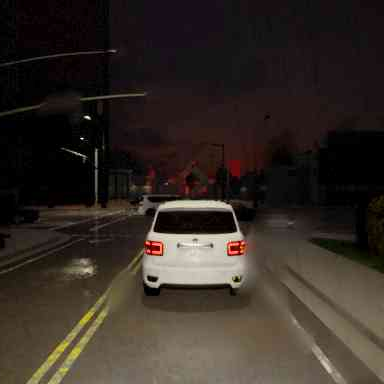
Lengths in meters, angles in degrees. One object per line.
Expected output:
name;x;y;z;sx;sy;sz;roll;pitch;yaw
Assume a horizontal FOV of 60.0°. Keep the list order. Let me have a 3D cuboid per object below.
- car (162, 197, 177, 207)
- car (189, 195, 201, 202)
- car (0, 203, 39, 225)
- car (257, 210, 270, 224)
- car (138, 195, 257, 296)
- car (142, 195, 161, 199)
car;-3.533;1.564;52.921;1.994;1.385;4.181;0;0;0
car;0.834;1.465;78.649;1.882;1.535;5.008;0;0;12
car;-13.718;1.557;24.035;5.008;1.535;1.882;0;0;0
car;3.467;1.566;24.152;4.181;1.385;1.994;0;0;0
car;0.079;1.221;8.778;2.150;2.045;5.566;0;0;0
car;-1.633;1.235;27.620;5.566;2.045;2.150;0;0;0
